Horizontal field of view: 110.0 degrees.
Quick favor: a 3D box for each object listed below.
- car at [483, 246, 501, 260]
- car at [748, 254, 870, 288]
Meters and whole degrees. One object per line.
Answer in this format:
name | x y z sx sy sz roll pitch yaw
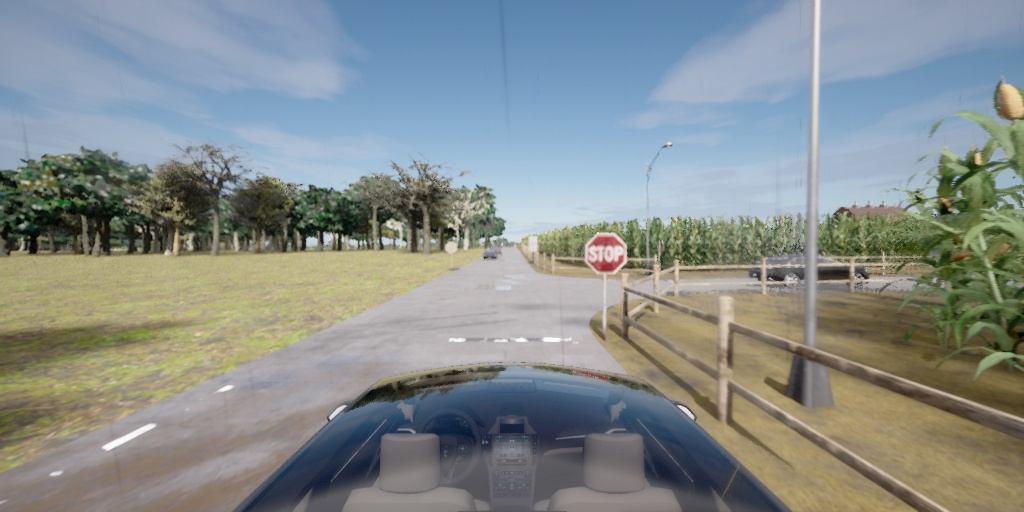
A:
car | -2.889 -0.262 48.512 2.033 1.411 5.357 0 3 0
car | 13.853 0.670 16.857 4.902 1.511 2.128 -1 1 0
